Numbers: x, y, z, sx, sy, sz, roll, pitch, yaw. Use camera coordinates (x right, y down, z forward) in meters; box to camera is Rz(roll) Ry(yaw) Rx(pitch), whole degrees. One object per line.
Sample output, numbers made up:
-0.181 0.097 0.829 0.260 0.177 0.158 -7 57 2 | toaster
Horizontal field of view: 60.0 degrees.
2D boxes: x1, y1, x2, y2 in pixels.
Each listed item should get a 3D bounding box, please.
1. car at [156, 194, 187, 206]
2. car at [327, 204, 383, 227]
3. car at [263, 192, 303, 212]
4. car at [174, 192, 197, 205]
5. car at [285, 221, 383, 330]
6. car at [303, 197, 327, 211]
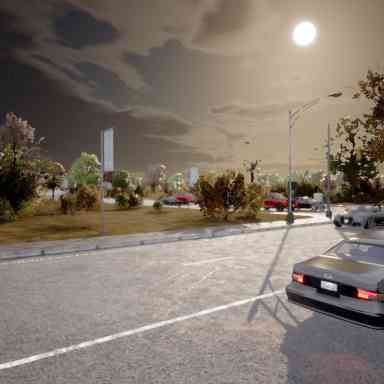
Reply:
-3.616 1.392 51.540 2.033 1.411 5.357 -1 0 -39 | car
10.403 1.457 20.117 4.181 1.385 1.994 0 0 -36 | car
8.752 1.058 36.284 2.150 2.045 5.566 -1 0 -37 | car
-1.080 1.042 53.972 2.150 2.045 5.566 -1 0 -39 | car
4.204 1.527 6.774 5.357 1.411 2.033 0 0 -36 | car
12.631 1.302 37.022 2.128 1.511 4.902 -1 0 -39 | car
